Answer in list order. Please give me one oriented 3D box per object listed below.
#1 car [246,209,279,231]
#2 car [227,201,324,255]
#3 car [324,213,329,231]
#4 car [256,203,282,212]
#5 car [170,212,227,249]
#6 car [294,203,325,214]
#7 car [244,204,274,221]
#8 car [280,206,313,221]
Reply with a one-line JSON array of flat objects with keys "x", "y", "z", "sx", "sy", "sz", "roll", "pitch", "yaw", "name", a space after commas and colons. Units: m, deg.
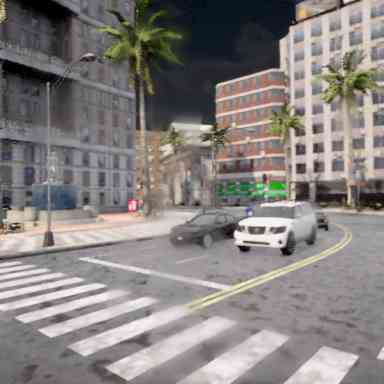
[{"x": 5.396, "y": 2.020, "z": 24.889, "sx": 1.895, "sy": 1.301, "sz": 4.718, "roll": -1, "pitch": -1, "yaw": 18, "name": "car"}, {"x": 3.986, "y": 1.467, "z": 14.938, "sx": 2.150, "sy": 2.045, "sz": 5.566, "roll": -1, "pitch": -1, "yaw": 35, "name": "car"}, {"x": 8.593, "y": 1.957, "z": 23.544, "sx": 1.895, "sy": 1.301, "sz": 4.718, "roll": -1, "pitch": -1, "yaw": 19, "name": "car"}, {"x": 12.709, "y": 2.473, "z": 55.060, "sx": 1.994, "sy": 1.385, "sz": 4.181, "roll": 0, "pitch": -1, "yaw": -27, "name": "car"}, {"x": 0.923, "y": 1.793, "z": 16.696, "sx": 1.882, "sy": 1.535, "sz": 5.008, "roll": -1, "pitch": -1, "yaw": 35, "name": "car"}, {"x": 16.090, "y": 2.255, "z": 45.674, "sx": 1.994, "sy": 1.385, "sz": 4.181, "roll": 0, "pitch": -1, "yaw": -14, "name": "car"}, {"x": 6.975, "y": 2.074, "z": 35.150, "sx": 1.882, "sy": 1.535, "sz": 5.008, "roll": -1, "pitch": -1, "yaw": -2, "name": "car"}, {"x": 10.447, "y": 2.125, "z": 33.487, "sx": 1.895, "sy": 1.301, "sz": 4.718, "roll": -1, "pitch": -1, "yaw": 1, "name": "car"}]
